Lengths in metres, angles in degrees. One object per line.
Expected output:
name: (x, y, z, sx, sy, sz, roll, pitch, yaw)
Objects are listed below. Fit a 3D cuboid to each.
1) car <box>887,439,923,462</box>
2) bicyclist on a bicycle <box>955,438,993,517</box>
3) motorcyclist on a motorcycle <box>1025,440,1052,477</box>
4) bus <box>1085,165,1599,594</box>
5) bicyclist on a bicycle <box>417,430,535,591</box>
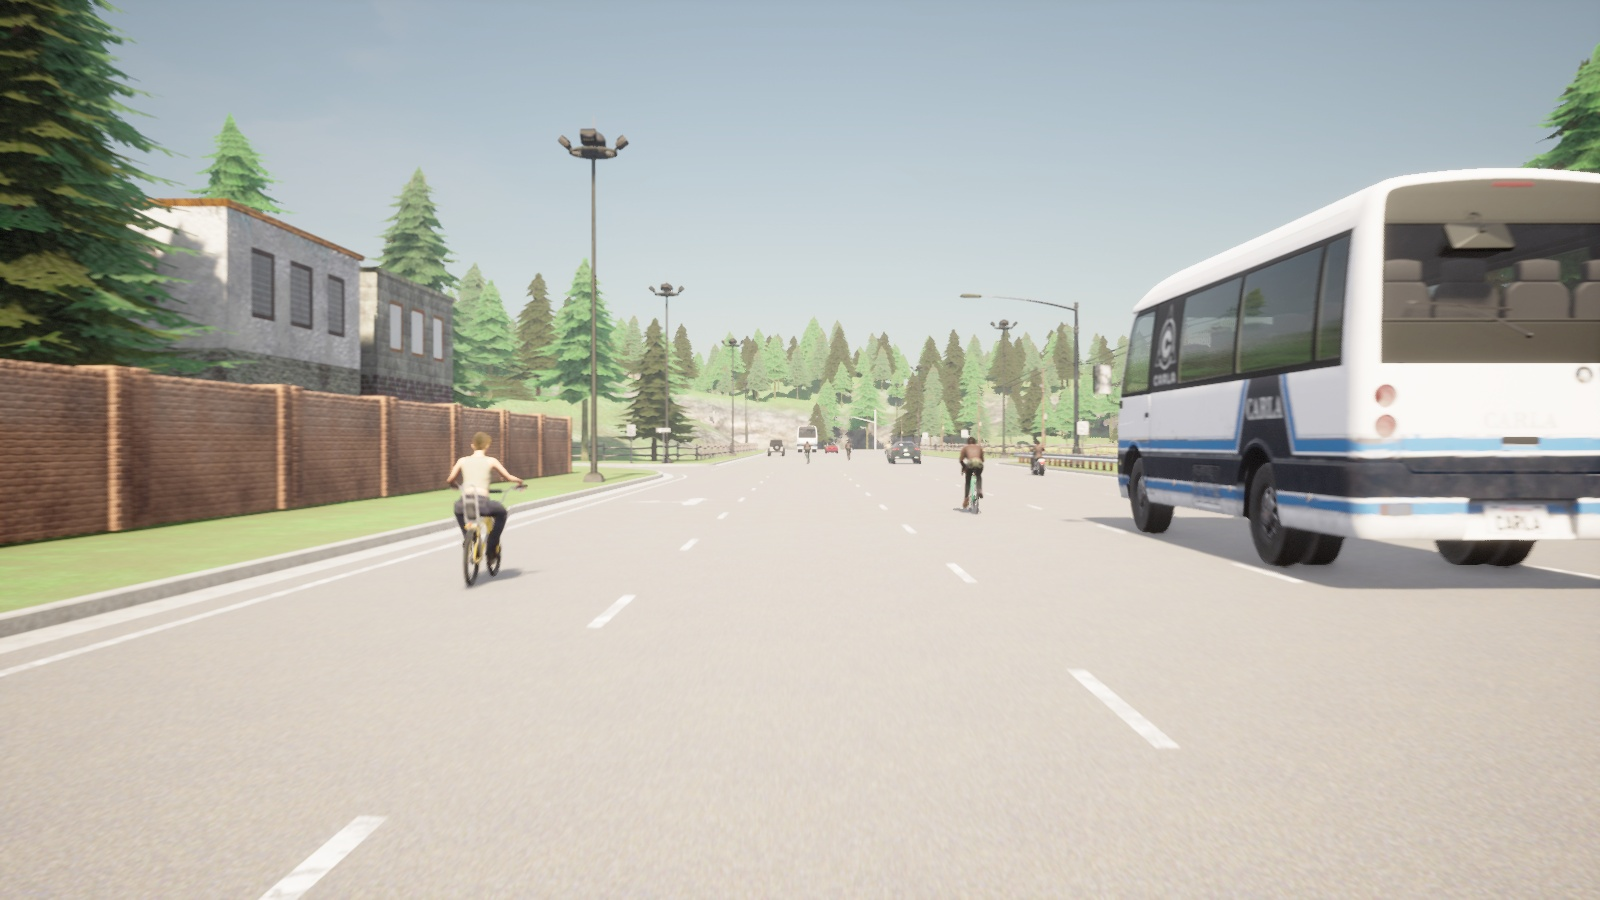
car: (7.529, 0.026, 90.507, 2.152, 1.651, 5.027, 0, 0, 0)
bicyclist on a bicycle: (3.666, 0.555, 26.527, 0.582, 1.620, 1.656, 0, 0, 0)
motorcyclist on a motorcycle: (10.840, 0.387, 57.150, 0.766, 1.649, 2.350, 0, 0, 0)
bus: (7.117, -0.722, 17.594, 3.944, 4.253, 10.273, 0, 0, 0)
bicyclist on a bicycle: (-3.404, 0.606, 13.328, 0.866, 1.612, 1.509, 0, 0, 0)
